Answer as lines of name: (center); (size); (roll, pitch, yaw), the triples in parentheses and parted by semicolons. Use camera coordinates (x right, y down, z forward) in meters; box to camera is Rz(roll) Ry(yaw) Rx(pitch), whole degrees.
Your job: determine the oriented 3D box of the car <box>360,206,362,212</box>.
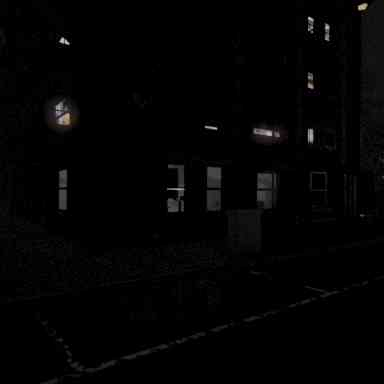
car: (13.193, 1.255, 31.801); (2.033, 1.411, 5.357); (0, 1, -37)
